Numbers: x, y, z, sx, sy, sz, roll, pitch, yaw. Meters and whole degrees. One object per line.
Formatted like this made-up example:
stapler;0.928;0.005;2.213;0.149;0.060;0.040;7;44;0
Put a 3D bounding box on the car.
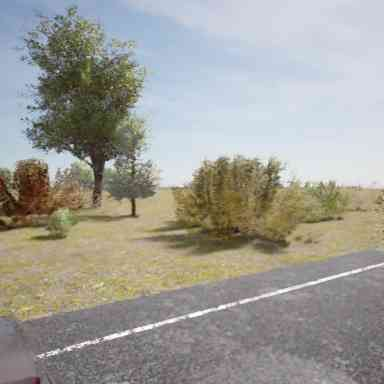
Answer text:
car;-3.491;1.556;1.504;5.357;1.411;2.033;0;0;-35
